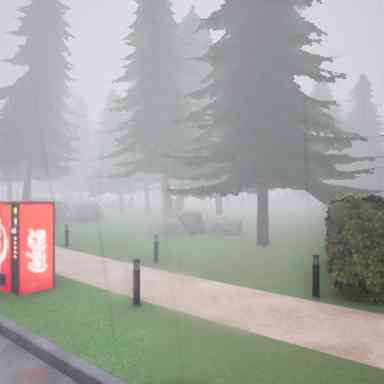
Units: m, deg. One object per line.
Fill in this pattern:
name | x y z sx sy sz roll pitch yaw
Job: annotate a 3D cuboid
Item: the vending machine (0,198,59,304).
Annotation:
vending machine | -3.678 1.195 7.359 0.880 2.100 1.100 0 0 40
